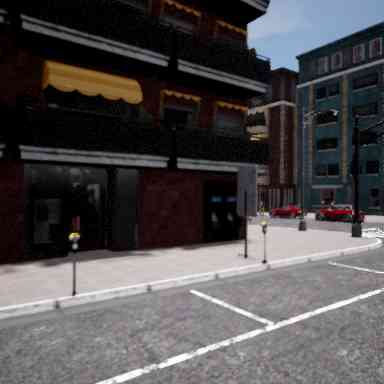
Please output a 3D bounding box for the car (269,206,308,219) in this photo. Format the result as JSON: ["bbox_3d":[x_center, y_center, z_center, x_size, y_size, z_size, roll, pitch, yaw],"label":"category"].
[{"bbox_3d":[9.891,2.040,34.212,1.802,1.307,4.206,0,-1,-35],"label":"car"}]

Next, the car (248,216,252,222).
[{"bbox_3d":[3.448,1.831,29.667,1.967,1.590,4.097,0,-1,-35],"label":"car"}]

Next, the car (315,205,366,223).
[{"bbox_3d":[13.080,1.830,29.674,1.967,1.590,4.097,0,-1,-35],"label":"car"}]
